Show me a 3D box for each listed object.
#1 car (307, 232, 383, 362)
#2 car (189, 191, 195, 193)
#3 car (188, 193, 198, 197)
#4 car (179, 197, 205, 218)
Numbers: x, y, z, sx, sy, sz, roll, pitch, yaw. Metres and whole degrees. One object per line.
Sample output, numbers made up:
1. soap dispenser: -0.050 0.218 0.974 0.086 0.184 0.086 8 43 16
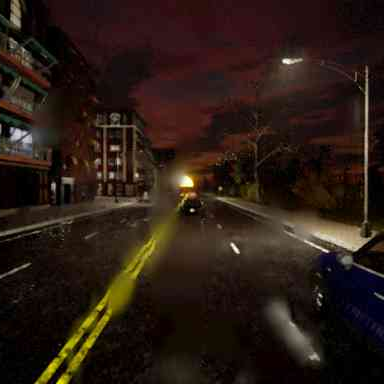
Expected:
1. car: 3.251 1.309 4.527 2.097 1.767 4.553 0 1 0
2. car: 0.022 0.592 84.667 2.097 1.767 4.553 0 1 0
3. car: 0.102 1.200 43.524 1.895 1.301 4.718 0 1 0
4. car: 0.001 1.315 26.722 1.994 1.385 4.181 0 0 0
